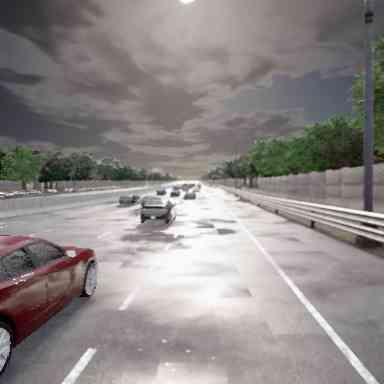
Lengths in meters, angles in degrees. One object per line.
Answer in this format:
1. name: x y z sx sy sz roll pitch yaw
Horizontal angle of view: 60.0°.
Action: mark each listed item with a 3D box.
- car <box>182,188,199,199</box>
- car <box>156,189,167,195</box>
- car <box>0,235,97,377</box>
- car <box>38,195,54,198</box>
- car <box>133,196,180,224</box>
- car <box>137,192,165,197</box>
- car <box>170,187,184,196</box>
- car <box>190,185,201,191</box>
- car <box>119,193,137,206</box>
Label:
1. car: -0.301 0.486 58.796 1.994 1.385 4.181 0 2 3
2. car: -6.674 -0.012 72.727 1.882 1.535 5.008 0 2 3
3. car: -3.106 1.428 5.309 1.882 1.535 5.008 0 1 3
4. car: -18.637 1.104 42.041 1.895 1.301 4.718 0 1 3
5. car: -2.161 1.239 22.073 2.128 1.511 4.902 0 1 3
6. car: -4.774 1.061 39.010 1.994 1.385 4.181 0 1 3
7. car: -3.354 0.225 68.578 1.895 1.301 4.718 0 2 3
8. car: 1.096 -0.593 90.760 1.812 1.442 4.674 0 2 2
9. car: -8.066 0.913 43.176 2.128 1.511 4.902 0 1 3
